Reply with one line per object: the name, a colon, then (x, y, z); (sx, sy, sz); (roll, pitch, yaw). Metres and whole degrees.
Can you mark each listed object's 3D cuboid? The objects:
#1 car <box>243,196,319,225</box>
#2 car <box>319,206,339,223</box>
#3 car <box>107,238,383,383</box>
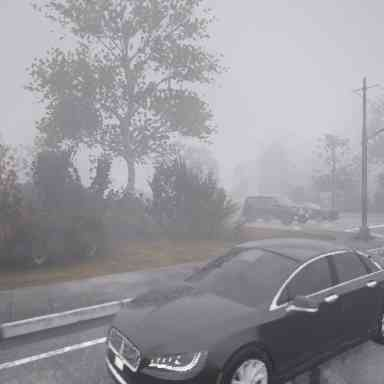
car: (6.265, 1.317, 25.146); (2.150, 2.045, 5.566); (0, -1, -37)
car: (9.303, 1.566, 26.885); (1.882, 1.535, 5.008); (0, 0, -39)
car: (1.247, 1.505, 4.803); (4.892, 1.490, 1.837); (0, 0, -35)
